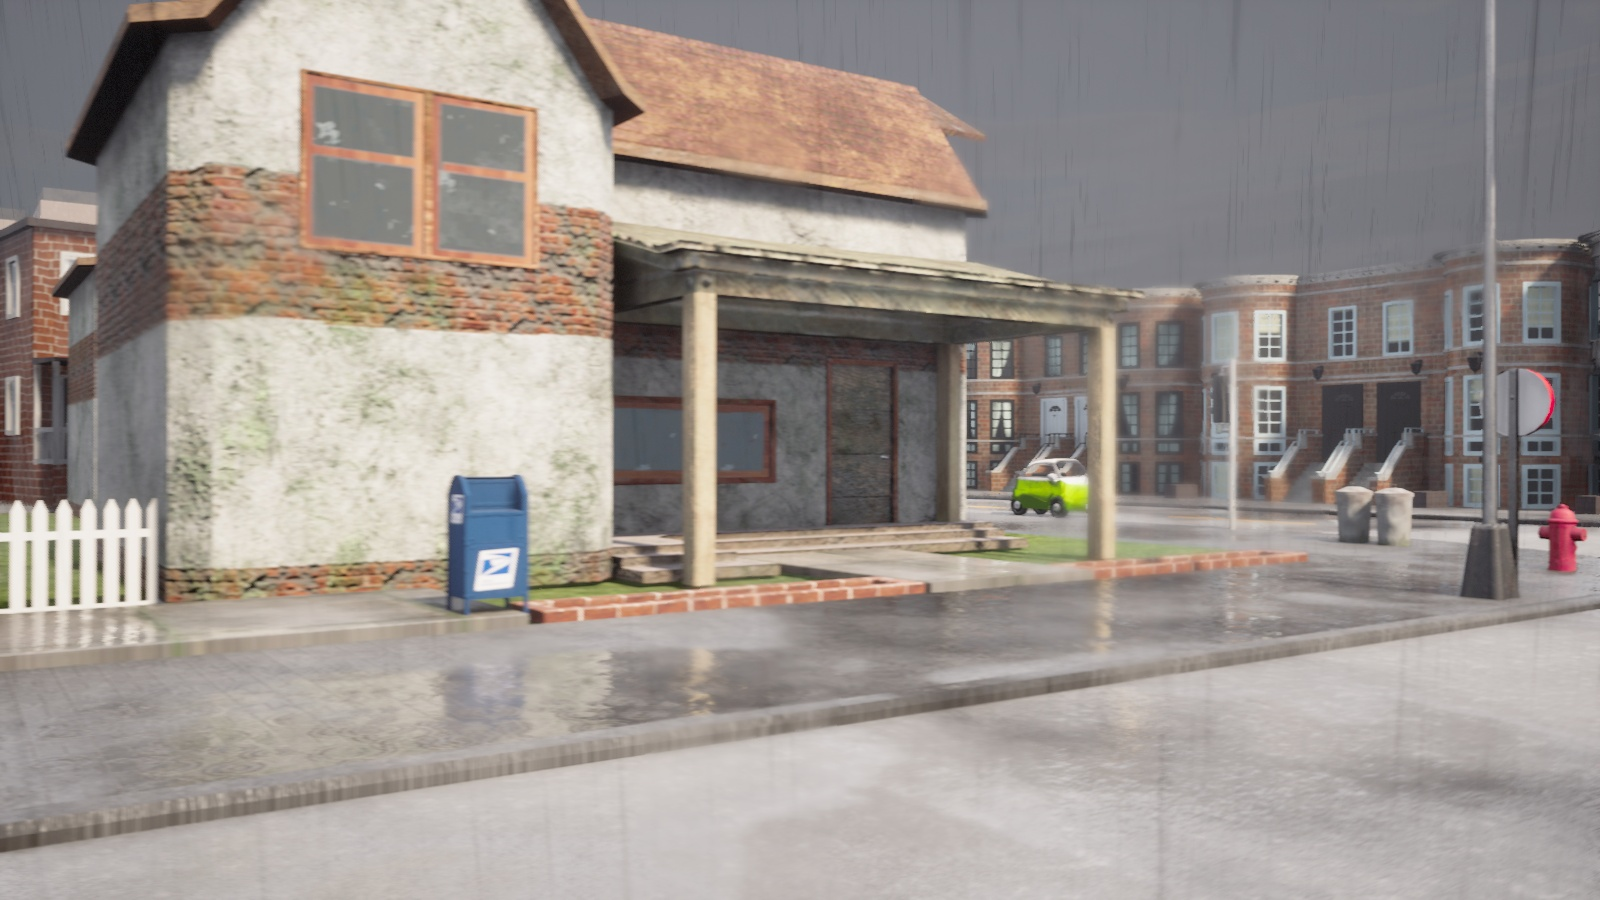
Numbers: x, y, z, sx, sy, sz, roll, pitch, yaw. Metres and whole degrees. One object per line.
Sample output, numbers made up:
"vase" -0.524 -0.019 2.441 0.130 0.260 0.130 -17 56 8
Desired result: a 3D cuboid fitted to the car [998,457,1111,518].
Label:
"car" 5.999 0.857 29.683 1.481 1.376 2.207 0 0 -35
